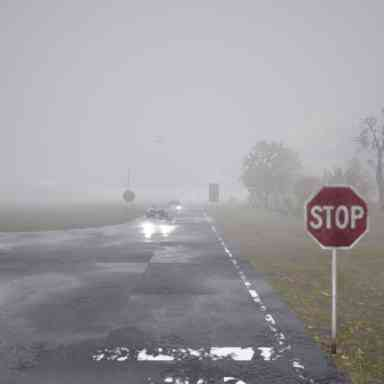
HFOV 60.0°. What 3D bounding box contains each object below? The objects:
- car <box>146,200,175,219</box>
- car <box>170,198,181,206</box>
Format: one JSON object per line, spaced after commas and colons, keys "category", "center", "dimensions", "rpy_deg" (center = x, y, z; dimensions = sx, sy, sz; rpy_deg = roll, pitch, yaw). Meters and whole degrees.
{"category": "car", "center": [-2.802, 1.596, 28.937], "dimensions": [1.895, 1.301, 4.718], "rpy_deg": [0, 0, 0]}
{"category": "car", "center": [-2.842, 1.573, 53.857], "dimensions": [1.895, 1.301, 4.718], "rpy_deg": [0, 0, 0]}
